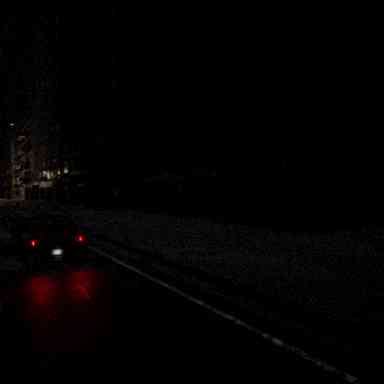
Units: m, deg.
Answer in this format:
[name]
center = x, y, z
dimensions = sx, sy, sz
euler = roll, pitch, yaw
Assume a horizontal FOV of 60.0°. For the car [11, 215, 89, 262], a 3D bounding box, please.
[car]
center = -5.176, 1.453, 11.661
dimensions = 1.895, 1.301, 4.718
euler = -1, 1, -33
